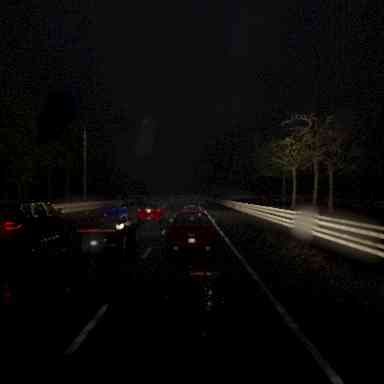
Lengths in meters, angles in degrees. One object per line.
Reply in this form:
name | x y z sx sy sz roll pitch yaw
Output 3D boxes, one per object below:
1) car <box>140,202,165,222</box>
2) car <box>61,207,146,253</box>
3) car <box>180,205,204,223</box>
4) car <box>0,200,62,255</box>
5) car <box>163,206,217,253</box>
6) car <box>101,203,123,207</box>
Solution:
car | -3.498 1.608 29.051 2.097 1.767 4.553 0 -1 0
car | -3.496 1.622 14.284 2.128 1.511 4.902 0 0 0
car | 0.000 1.859 29.087 1.895 1.301 4.718 0 0 0
car | -6.999 1.344 14.018 2.150 2.045 5.566 0 0 0
car | 0.006 1.609 14.466 1.882 1.535 5.008 0 0 0
car | -6.995 1.740 29.468 1.882 1.535 5.008 0 0 0
